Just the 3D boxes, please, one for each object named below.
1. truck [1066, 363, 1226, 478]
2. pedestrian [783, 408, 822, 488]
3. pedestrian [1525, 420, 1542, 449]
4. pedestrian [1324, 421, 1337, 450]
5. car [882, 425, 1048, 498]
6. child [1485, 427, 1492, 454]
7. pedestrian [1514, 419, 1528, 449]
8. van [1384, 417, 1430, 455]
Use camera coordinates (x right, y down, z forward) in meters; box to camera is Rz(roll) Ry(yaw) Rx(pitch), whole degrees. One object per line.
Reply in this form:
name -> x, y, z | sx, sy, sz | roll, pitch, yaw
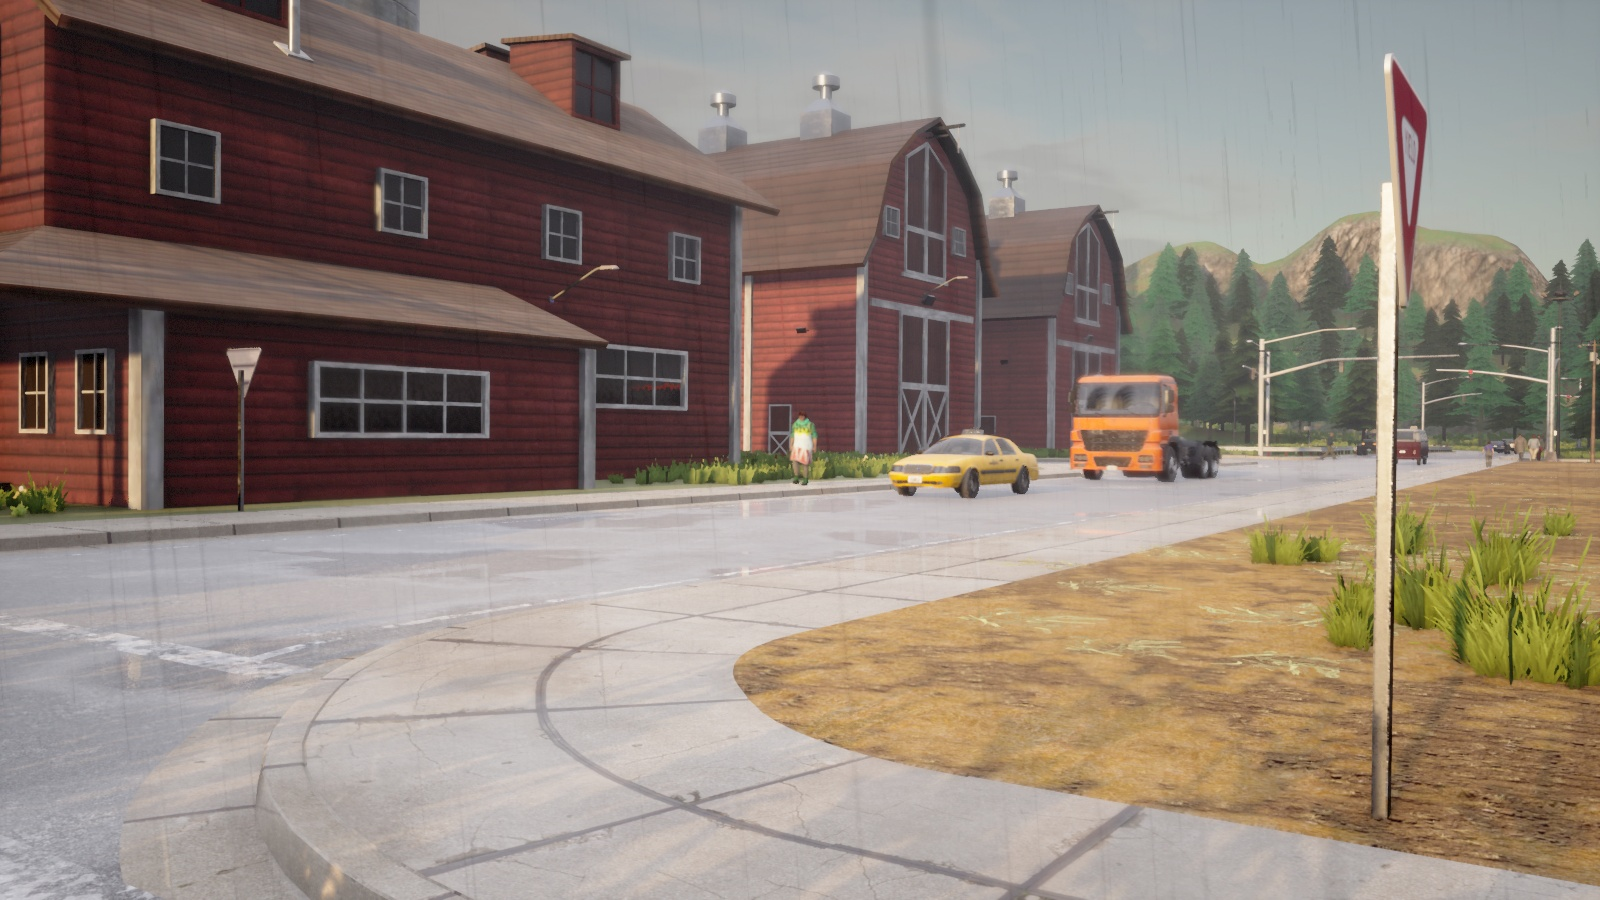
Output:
truck -> 11.690, -0.952, 41.816 | 2.891, 3.462, 7.936 | 0, 1, 33
pedestrian -> 0.060, -0.056, 30.887 | 0.659, 1.952, 0.873 | 0, 1, 23
pedestrian -> 46.742, -0.989, 80.021 | 0.874, 1.855, 0.900 | 0, 1, 34
pedestrian -> 34.010, -0.899, 80.437 | 0.726, 1.842, 0.402 | 0, 1, 29
car -> 4.042, 0.199, 29.918 | 1.801, 1.575, 5.366 | 0, 1, 33
child -> 31.699, -0.429, 57.787 | 0.270, 1.263, 0.437 | 0, 1, 28
pedestrian -> 46.557, -1.020, 81.103 | 0.659, 1.952, 0.873 | 0, 1, 37
van -> 33.529, -0.796, 69.319 | 1.775, 1.987, 4.442 | 0, 1, 33
